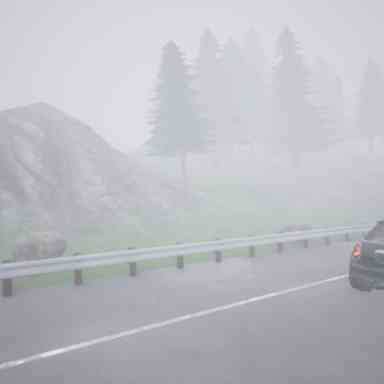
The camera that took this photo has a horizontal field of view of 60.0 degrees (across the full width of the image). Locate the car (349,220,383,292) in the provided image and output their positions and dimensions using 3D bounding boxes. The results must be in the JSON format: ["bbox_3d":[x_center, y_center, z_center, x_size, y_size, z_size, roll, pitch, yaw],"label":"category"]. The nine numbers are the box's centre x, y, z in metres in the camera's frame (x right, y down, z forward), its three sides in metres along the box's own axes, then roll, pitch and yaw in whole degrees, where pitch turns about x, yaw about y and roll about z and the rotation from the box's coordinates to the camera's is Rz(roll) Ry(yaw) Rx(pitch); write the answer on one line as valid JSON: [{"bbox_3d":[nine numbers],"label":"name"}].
[{"bbox_3d":[5.674,1.332,7.629,4.553,1.767,2.097,0,0,-34],"label":"car"}]
